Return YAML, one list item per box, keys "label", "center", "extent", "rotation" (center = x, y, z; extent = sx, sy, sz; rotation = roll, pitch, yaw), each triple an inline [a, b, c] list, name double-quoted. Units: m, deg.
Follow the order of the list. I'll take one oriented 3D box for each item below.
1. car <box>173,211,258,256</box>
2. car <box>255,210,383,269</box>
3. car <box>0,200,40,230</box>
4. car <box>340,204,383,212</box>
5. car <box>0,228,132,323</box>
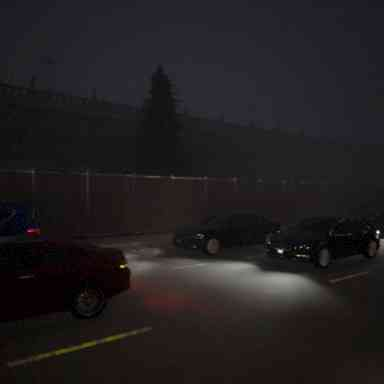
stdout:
- label: "car"
  center: [1.558, 1.554, 13.682]
  extent: [5.008, 1.535, 1.882]
  rotation: [1, 0, -35]
- label: "car"
  center: [4.694, 1.593, 11.614]
  extent: [4.892, 1.490, 1.837]
  rotation: [1, 0, -35]
- label: "car"
  center: [-6.576, 1.216, 7.889]
  extent: [5.566, 2.045, 2.150]
  rotation: [1, 0, -35]
- label: "car"
  center: [9.542, 1.510, 19.331]
  extent: [4.553, 1.767, 2.097]
  rotation: [1, 0, -35]
- label: "car"
  center: [-3.370, 1.530, 5.871]
  extent: [4.674, 1.442, 1.812]
  rotation: [1, 0, -35]
